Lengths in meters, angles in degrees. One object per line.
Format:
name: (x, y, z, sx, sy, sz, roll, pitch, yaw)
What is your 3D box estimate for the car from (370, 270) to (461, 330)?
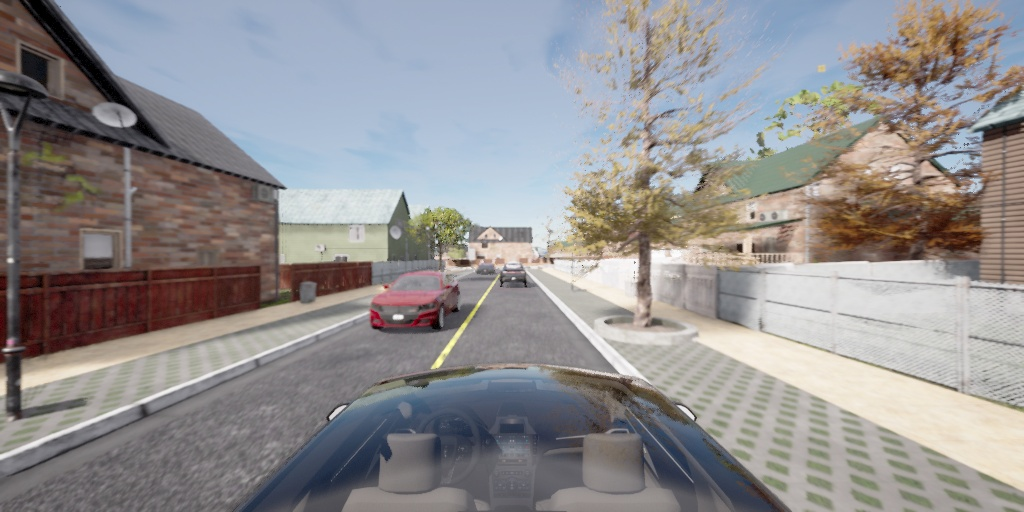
car: (-2.817, 1.232, 11.378, 1.882, 1.535, 5.008, 0, 0, 0)

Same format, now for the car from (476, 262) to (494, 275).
car: (-2.822, 1.377, 39.490, 1.994, 1.385, 4.181, 0, 0, 0)

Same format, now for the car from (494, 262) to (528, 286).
car: (0.104, 1.264, 25.329, 2.128, 1.511, 4.902, 0, 0, 0)
